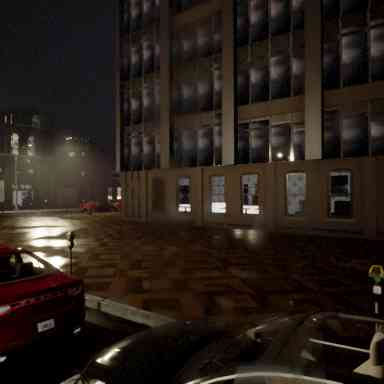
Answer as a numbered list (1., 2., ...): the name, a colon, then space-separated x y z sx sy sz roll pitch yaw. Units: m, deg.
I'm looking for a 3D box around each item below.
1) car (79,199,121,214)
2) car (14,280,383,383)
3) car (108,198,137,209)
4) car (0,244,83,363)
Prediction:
1. car: -10.171 1.683 35.916 1.802 1.307 4.206 -1 -1 36
2. car: 0.980 1.551 2.181 4.403 1.369 2.008 0 0 36
3. car: -10.363 1.643 49.823 1.967 1.590 4.097 -1 -1 36
4. car: -3.650 1.545 5.492 4.507 1.381 1.887 0 0 36
